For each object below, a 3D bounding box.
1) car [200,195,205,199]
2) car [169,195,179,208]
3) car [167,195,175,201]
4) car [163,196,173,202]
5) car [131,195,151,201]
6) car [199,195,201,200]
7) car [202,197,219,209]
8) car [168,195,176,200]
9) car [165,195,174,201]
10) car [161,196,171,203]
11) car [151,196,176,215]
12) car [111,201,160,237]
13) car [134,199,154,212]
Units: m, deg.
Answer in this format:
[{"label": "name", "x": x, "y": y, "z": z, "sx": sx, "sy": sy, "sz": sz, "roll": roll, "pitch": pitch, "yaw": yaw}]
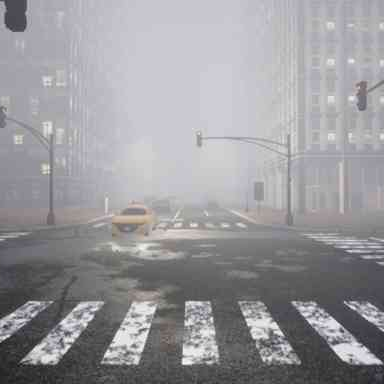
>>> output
[{"label": "car", "x": 2.755, "y": 1.546, "z": 56.356, "sx": 1.752, "sy": 1.417, "sz": 4.829, "roll": 1, "pitch": 0, "yaw": 0}, {"label": "car", "x": -3.048, "y": 1.370, "z": 49.839, "sx": 2.097, "sy": 1.767, "sz": 4.553, "roll": 0, "pitch": 0, "yaw": 0}, {"label": "car", "x": -5.596, "y": 1.586, "z": 89.577, "sx": 2.008, "sy": 1.369, "sz": 4.403, "roll": 1, "pitch": 0, "yaw": 0}, {"label": "car", "x": -5.606, "y": 1.581, "z": 78.426, "sx": 2.008, "sy": 1.369, "sz": 4.403, "roll": 1, "pitch": 0, "yaw": 0}, {"label": "car", "x": -5.644, "y": 1.452, "z": 33.825, "sx": 1.967, "sy": 1.590, "sz": 4.097, "roll": 1, "pitch": 0, "yaw": 0}, {"label": "car", "x": 2.759, "y": 1.589, "z": 61.763, "sx": 1.947, "sy": 1.339, "sz": 4.313, "roll": 1, "pitch": 0, "yaw": 0}, {"label": "car", "x": 2.743, "y": 1.599, "z": 45.030, "sx": 1.802, "sy": 1.307, "sz": 4.206, "roll": 1, "pitch": 0, "yaw": 0}, {"label": "car", "x": -5.592, "y": 1.603, "z": 95.152, "sx": 1.947, "sy": 1.339, "sz": 4.313, "roll": 1, "pitch": 0, "yaw": 0}, {"label": "car", "x": -5.601, "y": 1.577, "z": 84.001, "sx": 1.887, "sy": 1.381, "sz": 4.507, "roll": 1, "pitch": 0, "yaw": 0}, {"label": "car", "x": -5.611, "y": 1.572, "z": 72.851, "sx": 1.887, "sy": 1.381, "sz": 4.507, "roll": 1, "pitch": 0, "yaw": 0}, {"label": "car", "x": -3.064, "y": 1.490, "z": 34.770, "sx": 1.882, "sy": 1.535, "sz": 5.008, "roll": 0, "pitch": 0, "yaw": 0}, {"label": "car", "x": -3.082, "y": 1.484, "z": 18.295, "sx": 1.882, "sy": 1.535, "sz": 5.008, "roll": 0, "pitch": 0, "yaw": 0}, {"label": "car", "x": -5.642, "y": 1.596, "z": 39.400, "sx": 1.802, "sy": 1.307, "sz": 4.206, "roll": 1, "pitch": 0, "yaw": 0}]
